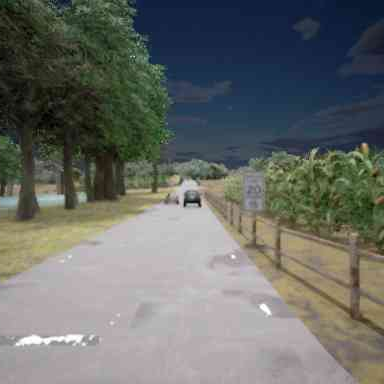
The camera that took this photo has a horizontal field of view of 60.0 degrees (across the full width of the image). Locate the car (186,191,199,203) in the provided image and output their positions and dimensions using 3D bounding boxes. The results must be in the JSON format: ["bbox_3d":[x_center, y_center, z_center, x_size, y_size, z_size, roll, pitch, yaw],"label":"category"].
[{"bbox_3d":[0.056,0.706,51.095,1.882,1.535,5.008,0,2,0],"label":"car"}]

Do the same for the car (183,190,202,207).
[{"bbox_3d":[0.044,0.719,40.704,2.150,2.045,5.566,0,1,0],"label":"car"}]

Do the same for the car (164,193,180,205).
[{"bbox_3d":[-2.701,0.914,45.273,1.812,1.442,4.674,0,1,0],"label":"car"}]
